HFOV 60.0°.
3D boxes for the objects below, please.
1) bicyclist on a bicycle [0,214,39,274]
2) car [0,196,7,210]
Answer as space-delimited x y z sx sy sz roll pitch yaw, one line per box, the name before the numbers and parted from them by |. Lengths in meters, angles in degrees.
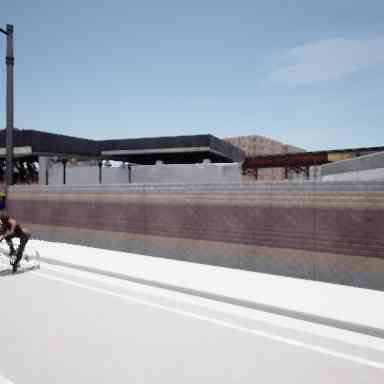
bicyclist on a bicycle | -4.964 1.418 9.089 0.582 1.620 1.656 0 0 36
car | -20.626 1.267 39.464 2.242 1.667 4.611 0 0 37
